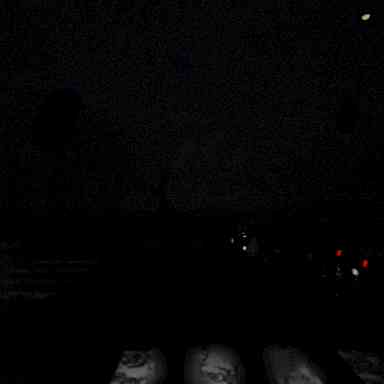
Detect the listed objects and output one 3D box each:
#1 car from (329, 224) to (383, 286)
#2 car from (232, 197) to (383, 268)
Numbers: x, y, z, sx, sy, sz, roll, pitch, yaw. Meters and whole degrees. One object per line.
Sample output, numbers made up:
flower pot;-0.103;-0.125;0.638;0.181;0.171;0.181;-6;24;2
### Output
car;6.035;1.554;7.785;4.718;1.301;1.895;-1;0;1
car;4.091;1.195;10.763;5.566;2.045;2.150;-1;0;1
